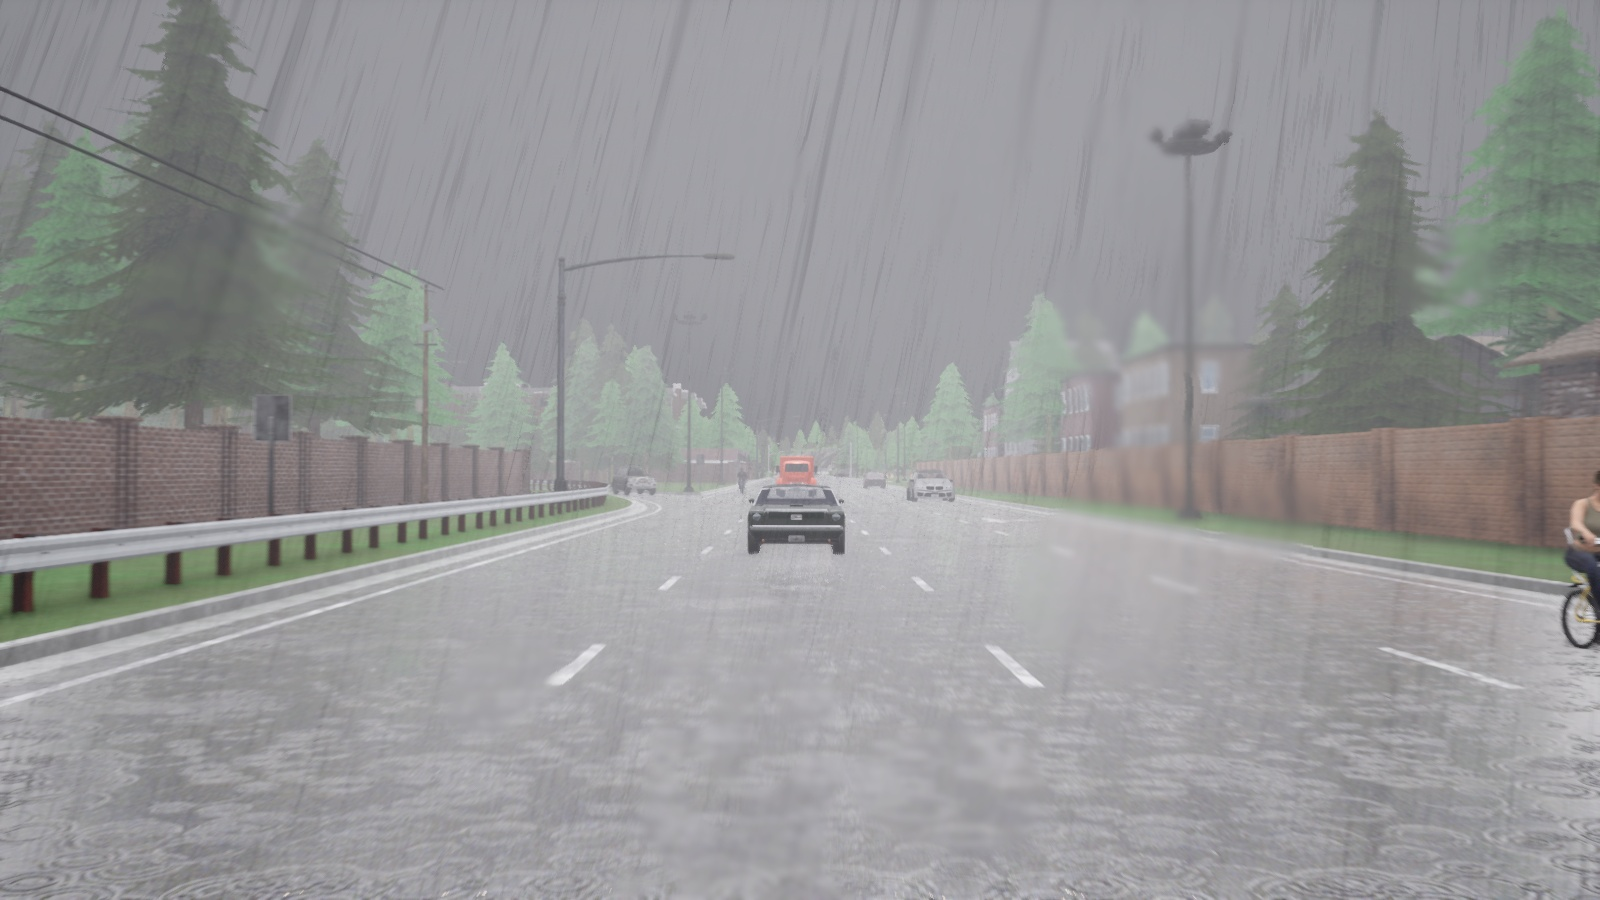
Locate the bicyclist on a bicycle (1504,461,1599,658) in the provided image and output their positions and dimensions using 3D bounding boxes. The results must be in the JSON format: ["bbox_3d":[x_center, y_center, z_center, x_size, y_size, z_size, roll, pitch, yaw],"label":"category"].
[{"bbox_3d":[6.977,0.907,10.901,0.866,1.612,1.509,0,-1,0],"label":"bicyclist on a bicycle"}]

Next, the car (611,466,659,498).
[{"bbox_3d":[-10.600,2.018,80.545,1.932,1.855,4.605,0,1,-22],"label":"car"}]

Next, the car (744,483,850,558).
[{"bbox_3d":[-0.061,1.337,25.063,1.895,1.301,4.718,0,-1,0],"label":"car"}]

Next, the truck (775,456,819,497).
[{"bbox_3d":[-0.193,1.636,77.761,2.627,2.467,5.204,0,-1,0],"label":"truck"}]

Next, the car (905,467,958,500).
[{"bbox_3d":[6.839,1.737,65.779,2.242,1.667,4.611,0,-1,0],"label":"car"}]
